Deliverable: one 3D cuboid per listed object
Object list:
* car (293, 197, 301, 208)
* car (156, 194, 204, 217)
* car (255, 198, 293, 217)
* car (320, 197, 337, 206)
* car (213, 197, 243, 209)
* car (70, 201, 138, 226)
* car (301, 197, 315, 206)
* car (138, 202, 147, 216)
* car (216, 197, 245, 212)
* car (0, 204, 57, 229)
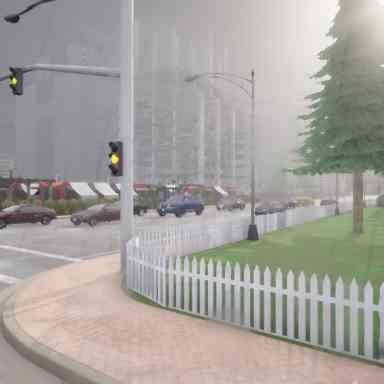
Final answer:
[{"bbox_3d":[12.473,1.547,44.696,2.033,1.411,5.357,0,0,34],"label":"car"},{"bbox_3d":[-0.964,1.221,31.352,2.150,2.045,5.566,0,0,34],"label":"car"},{"bbox_3d":[7.515,1.564,31.058,1.994,1.385,4.181,0,0,34],"label":"car"},{"bbox_3d":[21.100,1.526,51.245,1.812,1.442,4.674,0,0,34],"label":"car"},{"bbox_3d":[5.181,1.492,46.672,2.128,1.511,4.902,0,0,34],"label":"car"},{"bbox_3d":[-6.271,1.526,23.431,1.812,1.442,4.674,0,0,34],"label":"car"},{"bbox_3d":[18.269,1.478,53.306,1.882,1.535,5.008,0,0,34],"label":"car"},{"bbox_3d":[-6.169,1.478,29.887,1.882,1.535,5.008,0,0,34],"label":"car"},{"bbox_3d":[4.669,1.492,39.694,2.128,1.511,4.902,0,0,34],"label":"car"},{"bbox_3d":[-11.386,1.526,22.140,1.812,1.442,4.674,0,0,36],"label":"car"}]
